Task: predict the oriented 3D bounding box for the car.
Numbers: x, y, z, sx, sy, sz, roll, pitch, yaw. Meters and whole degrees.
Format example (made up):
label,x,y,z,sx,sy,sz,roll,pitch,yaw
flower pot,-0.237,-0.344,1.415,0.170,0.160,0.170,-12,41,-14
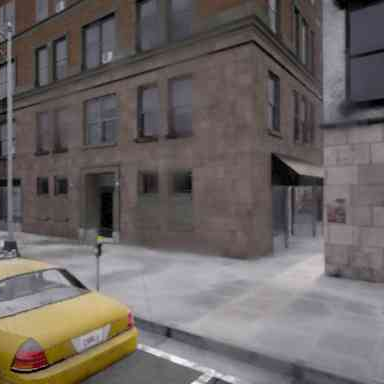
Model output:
label,x,y,z,sx,sy,sz,roll,pitch,yaw
car,-2.961,1.550,4.909,4.829,1.417,1.752,0,0,35
